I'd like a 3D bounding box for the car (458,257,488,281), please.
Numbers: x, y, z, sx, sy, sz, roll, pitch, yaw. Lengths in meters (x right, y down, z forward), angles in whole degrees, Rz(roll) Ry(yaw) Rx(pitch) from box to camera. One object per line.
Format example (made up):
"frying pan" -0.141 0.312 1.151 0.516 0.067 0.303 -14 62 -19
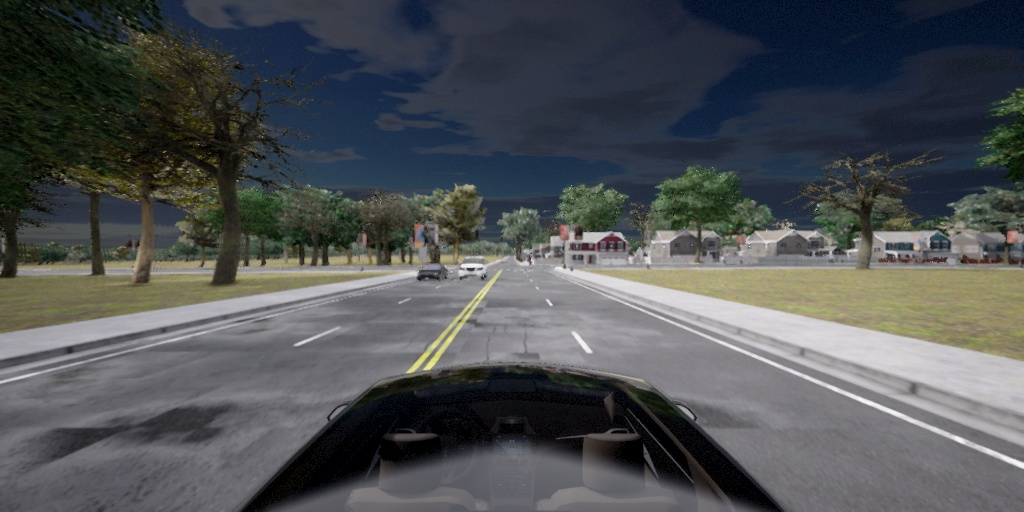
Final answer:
"car" -3.346 1.059 31.812 2.150 2.045 5.566 0 0 0

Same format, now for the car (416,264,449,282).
"car" -6.595 1.380 30.468 2.033 1.411 5.357 0 0 0
